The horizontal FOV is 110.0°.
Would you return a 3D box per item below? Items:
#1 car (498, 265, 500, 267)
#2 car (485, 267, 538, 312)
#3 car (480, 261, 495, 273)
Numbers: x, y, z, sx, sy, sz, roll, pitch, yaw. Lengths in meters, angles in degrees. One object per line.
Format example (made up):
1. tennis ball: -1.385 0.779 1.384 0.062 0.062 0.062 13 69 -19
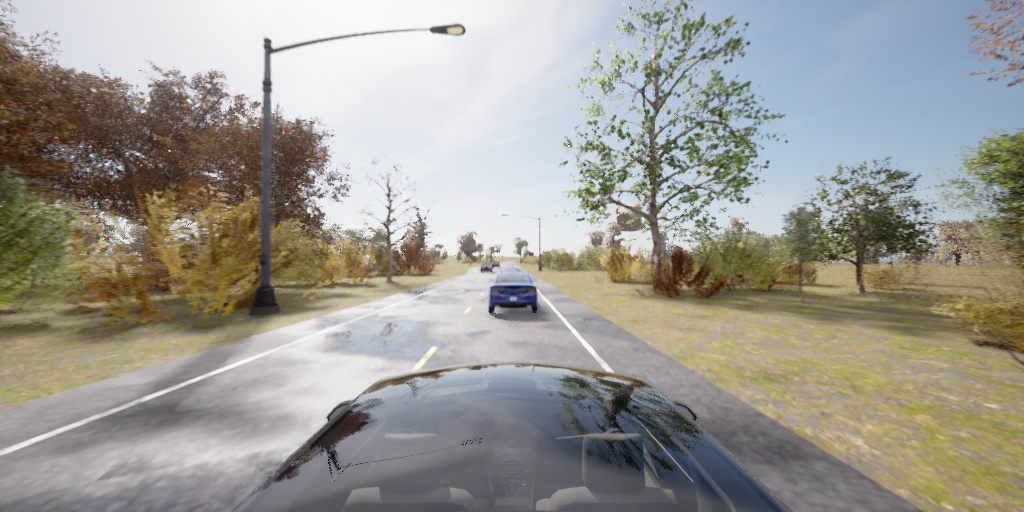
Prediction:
1. car: -0.039 1.668 29.867 1.812 1.442 4.674 0 -1 0
2. car: 0.026 1.417 15.283 1.882 1.535 5.008 0 -1 -1
3. car: -4.296 1.889 60.009 2.097 1.767 4.553 0 -1 -4
